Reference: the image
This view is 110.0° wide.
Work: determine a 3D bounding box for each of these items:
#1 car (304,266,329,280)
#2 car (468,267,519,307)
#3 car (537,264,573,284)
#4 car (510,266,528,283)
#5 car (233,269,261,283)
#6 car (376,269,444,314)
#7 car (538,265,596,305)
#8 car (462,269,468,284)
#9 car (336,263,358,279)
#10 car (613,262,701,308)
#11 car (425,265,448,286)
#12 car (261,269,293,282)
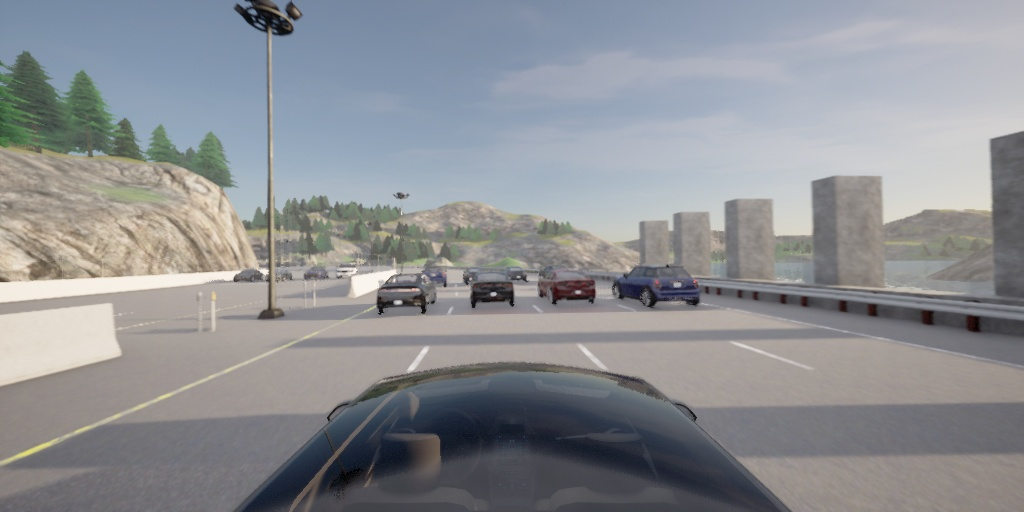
[{"bbox_3d":[-24.854,2.125,45.649,2.097,1.767,4.553,-1,-1,-17],"label":"car"},{"bbox_3d":[-1.010,1.438,17.077,1.882,1.535,5.008,-1,-1,-6],"label":"car"},{"bbox_3d":[3.752,1.566,32.384,1.837,1.490,4.892,-1,0,-11],"label":"car"},{"bbox_3d":[0.116,1.660,32.796,1.812,1.442,4.674,-1,-1,-11],"label":"car"},{"bbox_3d":[-31.260,2.366,42.676,1.837,1.490,4.892,-1,-1,-17],"label":"car"},{"bbox_3d":[-4.343,1.494,15.291,2.128,1.511,4.902,-1,-1,-6],"label":"car"},{"bbox_3d":[2.483,1.374,17.301,1.882,1.535,5.008,-1,-1,-6],"label":"car"},{"bbox_3d":[-3.357,1.721,32.295,1.812,1.442,4.674,-1,-1,-11],"label":"car"},{"bbox_3d":[-21.651,1.956,47.218,2.150,2.045,5.566,-1,-1,-17],"label":"car"},{"bbox_3d":[6.146,1.159,15.860,2.097,1.767,4.553,-1,-1,-6],"label":"car"},{"bbox_3d":[-6.581,1.586,30.496,2.097,1.767,4.553,-1,-1,-10],"label":"car"},{"bbox_3d":[-27.621,2.317,42.690,1.812,1.442,4.674,-1,-1,-16],"label":"car"}]
